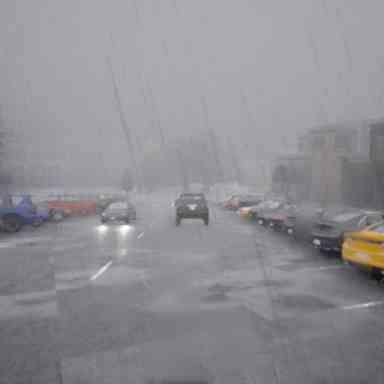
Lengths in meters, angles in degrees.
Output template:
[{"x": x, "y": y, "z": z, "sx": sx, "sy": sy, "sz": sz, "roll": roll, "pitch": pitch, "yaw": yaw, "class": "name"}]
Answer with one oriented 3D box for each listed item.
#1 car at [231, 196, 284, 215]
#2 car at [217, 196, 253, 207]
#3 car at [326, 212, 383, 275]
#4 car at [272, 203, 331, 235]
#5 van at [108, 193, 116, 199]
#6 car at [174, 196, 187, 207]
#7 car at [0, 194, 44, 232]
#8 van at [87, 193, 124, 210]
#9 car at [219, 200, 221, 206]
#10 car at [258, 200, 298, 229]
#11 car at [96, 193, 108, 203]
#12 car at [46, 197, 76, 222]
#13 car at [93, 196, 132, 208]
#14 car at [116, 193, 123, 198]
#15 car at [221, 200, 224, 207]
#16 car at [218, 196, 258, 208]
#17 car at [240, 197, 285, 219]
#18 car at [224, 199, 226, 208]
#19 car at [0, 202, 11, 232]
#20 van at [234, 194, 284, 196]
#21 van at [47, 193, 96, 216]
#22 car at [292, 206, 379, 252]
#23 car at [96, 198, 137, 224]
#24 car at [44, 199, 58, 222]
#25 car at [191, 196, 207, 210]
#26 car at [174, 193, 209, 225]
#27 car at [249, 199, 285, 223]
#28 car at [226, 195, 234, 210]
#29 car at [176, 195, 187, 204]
[{"x": 6.131, "y": 1.349, "z": 26.397, "sx": 5.366, "sy": 1.575, "sz": 1.946, "roll": 1, "pitch": 0, "yaw": -20, "class": "car"}, {"x": 6.093, "y": 1.319, "z": 47.091, "sx": 4.674, "sy": 1.452, "sz": 2.002, "roll": 1, "pitch": 0, "yaw": -21, "class": "car"}, {"x": 6.395, "y": 1.417, "z": 8.848, "sx": 5.008, "sy": 1.535, "sz": 2.097, "roll": 1, "pitch": 0, "yaw": -20, "class": "car"}, {"x": 6.374, "y": 1.397, "z": 14.718, "sx": 4.892, "sy": 1.521, "sz": 2.231, "roll": 1, "pitch": 0, "yaw": -20, "class": "car"}, {"x": -10.966, "y": 1.135, "z": 36.373, "sx": 4.442, "sy": 1.987, "sz": 1.878, "roll": -1, "pitch": 0, "yaw": -19, "class": "van"}, {"x": -1.603, "y": 1.316, "z": 48.625, "sx": 1.837, "sy": 1.490, "sz": 4.892, "roll": 0, "pitch": 0, "yaw": -1, "class": "car"}, {"x": -11.421, "y": 1.170, "z": 18.282, "sx": 5.566, "sy": 2.045, "sz": 2.435, "roll": -1, "pitch": 0, "yaw": -19, "class": "car"}, {"x": -11.048, "y": 1.119, "z": 42.287, "sx": 4.442, "sy": 1.987, "sz": 1.878, "roll": -1, "pitch": 0, "yaw": -19, "class": "van"}, {"x": 6.133, "y": 1.175, "z": 41.184, "sx": 4.553, "sy": 1.767, "sz": 2.185, "roll": 1, "pitch": 0, "yaw": -21, "class": "car"}, {"x": 6.372, "y": 1.385, "z": 17.653, "sx": 5.008, "sy": 1.535, "sz": 2.097, "roll": 1, "pitch": 0, "yaw": -20, "class": "car"}, {"x": -11.111, "y": 1.246, "z": 33.338, "sx": 4.553, "sy": 1.767, "sz": 2.185, "roll": -1, "pitch": 0, "yaw": -19, "class": "car"}, {"x": -11.324, "y": 1.403, "z": 24.318, "sx": 4.892, "sy": 1.521, "sz": 2.231, "roll": -1, "pitch": 0, "yaw": -19, "class": "car"}, {"x": -10.861, "y": 1.333, "z": 45.325, "sx": 5.008, "sy": 1.535, "sz": 2.097, "roll": -1, "pitch": 0, "yaw": -19, "class": "car"}, {"x": -10.981, "y": 1.101, "z": 39.343, "sx": 5.566, "sy": 2.045, "sz": 2.435, "roll": -1, "pitch": 0, "yaw": -19, "class": "car"}, {"x": 6.221, "y": 1.341, "z": 38.254, "sx": 4.792, "sy": 1.488, "sz": 2.163, "roll": 1, "pitch": 0, "yaw": -21, "class": "car"}, {"x": 6.101, "y": 1.319, "z": 44.129, "sx": 4.792, "sy": 1.488, "sz": 2.163, "roll": 1, "pitch": 0, "yaw": -21, "class": "car"}, {"x": 6.336, "y": 1.364, "z": 23.526, "sx": 5.008, "sy": 1.535, "sz": 2.097, "roll": 1, "pitch": 0, "yaw": -20, "class": "car"}, {"x": 6.197, "y": 1.196, "z": 35.284, "sx": 4.553, "sy": 1.767, "sz": 2.185, "roll": 1, "pitch": 0, "yaw": -21, "class": "car"}, {"x": -11.410, "y": 1.432, "z": 15.280, "sx": 4.892, "sy": 1.521, "sz": 2.231, "roll": -1, "pitch": 0, "yaw": -20, "class": "car"}, {"x": 6.395, "y": 1.119, "z": 29.440, "sx": 4.442, "sy": 1.987, "sz": 1.878, "roll": 1, "pitch": 0, "yaw": -20, "class": "van"}, {"x": -11.317, "y": 1.158, "z": 30.285, "sx": 4.442, "sy": 1.987, "sz": 1.878, "roll": -1, "pitch": 0, "yaw": -19, "class": "van"}, {"x": 6.383, "y": 1.408, "z": 11.786, "sx": 4.892, "sy": 1.521, "sz": 2.231, "roll": 1, "pitch": 0, "yaw": -20, "class": "car"}, {"x": -5.119, "y": 1.425, "z": 23.855, "sx": 1.812, "sy": 1.442, "sz": 4.674, "roll": 0, "pitch": 0, "yaw": 0, "class": "car"}, {"x": -11.383, "y": 1.442, "z": 21.298, "sx": 4.792, "sy": 1.488, "sz": 2.163, "roll": -1, "pitch": 0, "yaw": -19, "class": "car"}, {"x": 0.890, "y": 1.338, "z": 41.514, "sx": 1.837, "sy": 1.490, "sz": 4.892, "roll": 0, "pitch": 0, "yaw": 1, "class": "car"}, {"x": 0.009, "y": 1.115, "z": 23.417, "sx": 2.150, "sy": 2.045, "sz": 5.566, "roll": 0, "pitch": 0, "yaw": 0, "class": "car"}, {"x": 6.319, "y": 1.404, "z": 20.580, "sx": 4.792, "sy": 1.488, "sz": 2.163, "roll": 1, "pitch": 0, "yaw": -20, "class": "car"}, {"x": 6.262, "y": 1.332, "z": 32.341, "sx": 5.008, "sy": 1.535, "sz": 2.097, "roll": 1, "pitch": 0, "yaw": -21, "class": "car"}, {"x": -1.747, "y": 1.267, "z": 58.097, "sx": 1.812, "sy": 1.442, "sz": 4.674, "roll": 0, "pitch": 1, "yaw": -1, "class": "car"}]
